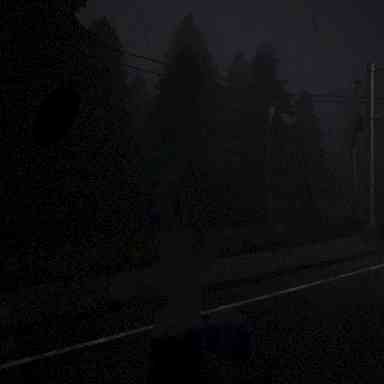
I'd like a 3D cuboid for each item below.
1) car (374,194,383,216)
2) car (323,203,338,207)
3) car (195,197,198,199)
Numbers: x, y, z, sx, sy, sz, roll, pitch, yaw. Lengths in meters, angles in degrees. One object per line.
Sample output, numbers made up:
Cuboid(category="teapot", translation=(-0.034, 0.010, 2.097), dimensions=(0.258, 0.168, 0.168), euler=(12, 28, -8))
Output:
Cuboid(category="car", translation=(17.959, 1.221, 28.947), dimensions=(2.150, 2.045, 5.566), euler=(0, 0, 3))
Cuboid(category="car", translation=(15.950, 1.547, 42.177), dimensions=(2.033, 1.411, 5.357), euler=(0, 0, -24))
Cuboid(category="car", translation=(-0.118, 1.601, 65.234), dimensions=(4.718, 1.301, 1.895), euler=(0, 0, 27))
